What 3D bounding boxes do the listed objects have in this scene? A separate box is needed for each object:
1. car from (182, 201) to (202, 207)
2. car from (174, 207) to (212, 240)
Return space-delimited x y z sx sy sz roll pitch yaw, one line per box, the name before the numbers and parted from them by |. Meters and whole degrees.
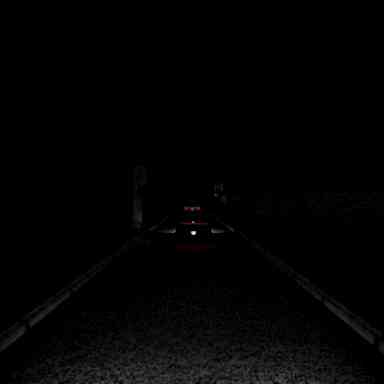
car | 0.043 2.143 40.225 2.150 2.045 5.566 0 -2 0
car | 0.073 1.787 18.576 1.837 1.490 4.892 0 -1 0
